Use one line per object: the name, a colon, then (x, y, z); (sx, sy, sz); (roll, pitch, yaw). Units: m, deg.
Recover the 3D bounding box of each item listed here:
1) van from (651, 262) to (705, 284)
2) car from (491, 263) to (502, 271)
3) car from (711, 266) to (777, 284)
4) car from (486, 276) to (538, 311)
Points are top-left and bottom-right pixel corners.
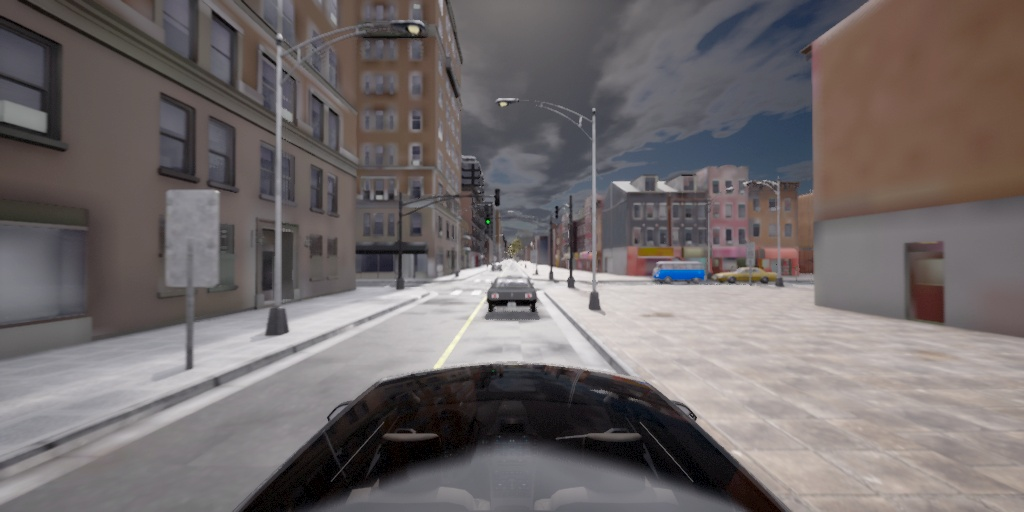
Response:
van: (13.743, 1.368, 29.685); (3.998, 1.789, 1.690); (0, 0, 0)
car: (-2.784, 1.956, 65.012); (2.128, 1.511, 4.902); (0, -1, 1)
car: (19.184, 1.548, 29.676); (4.829, 1.417, 1.751); (0, 0, 0)
car: (0.028, 1.485, 15.102); (1.895, 1.301, 4.718); (0, -1, 1)
